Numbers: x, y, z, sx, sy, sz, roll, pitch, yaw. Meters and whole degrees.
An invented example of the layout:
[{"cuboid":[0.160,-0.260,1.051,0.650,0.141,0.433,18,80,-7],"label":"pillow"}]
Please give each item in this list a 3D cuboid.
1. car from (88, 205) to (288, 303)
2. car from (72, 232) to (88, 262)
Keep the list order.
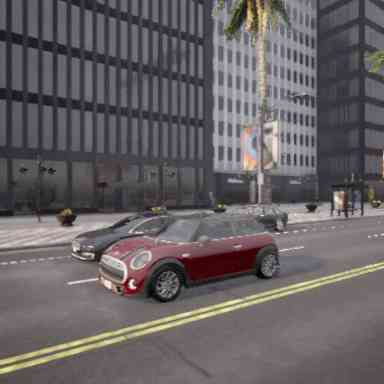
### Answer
[{"cuboid":[0.060,1.349,8.334,4.553,1.767,2.097,0,0,-35],"label":"car"},{"cuboid":[-1.567,1.501,11.472,4.892,1.490,1.837,0,0,-36],"label":"car"}]
